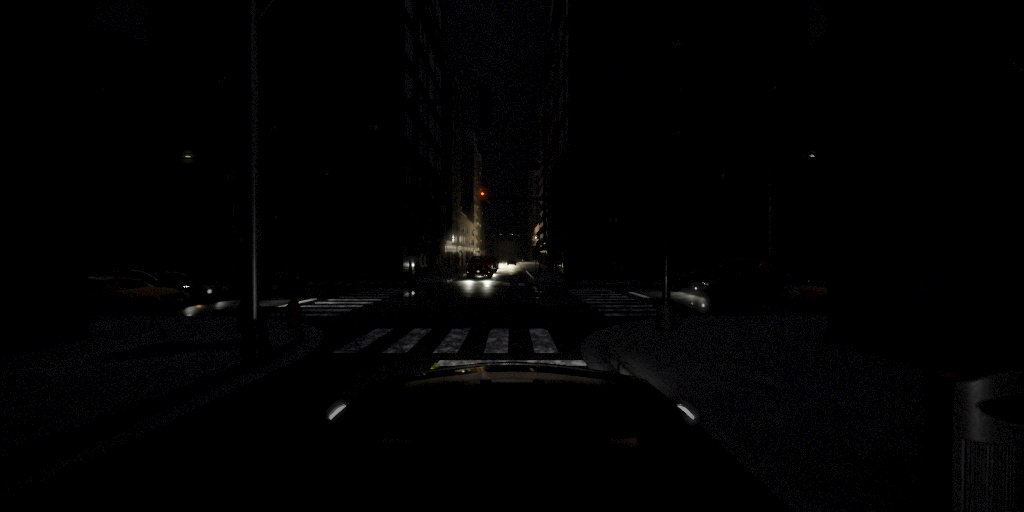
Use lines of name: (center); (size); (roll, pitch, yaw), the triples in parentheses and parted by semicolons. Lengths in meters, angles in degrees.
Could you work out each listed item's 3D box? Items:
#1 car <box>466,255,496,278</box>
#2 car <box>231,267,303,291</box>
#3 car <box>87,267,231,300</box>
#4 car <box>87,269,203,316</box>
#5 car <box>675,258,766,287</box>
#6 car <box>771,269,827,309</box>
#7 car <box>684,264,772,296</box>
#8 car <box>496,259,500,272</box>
car: (-2.906, 0.963, 33.514); (2.150, 2.045, 5.566); (0, 0, 0)
car: (-14.566, 1.308, 20.933); (4.313, 1.339, 1.948); (0, 0, 0)
car: (-15.480, 1.260, 15.433); (4.902, 1.511, 2.128); (0, 0, 0)
car: (-14.402, 1.305, 12.908); (4.829, 1.417, 1.751); (0, 0, 0)
car: (12.317, 1.031, 20.945); (5.009, 1.841, 2.192); (0, 0, 0)
car: (12.482, 1.280, 12.920); (4.829, 1.417, 1.751); (0, 0, 0)
car: (12.137, 1.276, 18.369); (5.357, 1.411, 2.033); (0, 0, 3)
car: (-2.922, 0.956, 43.903); (2.150, 2.045, 5.566); (0, 0, 0)
